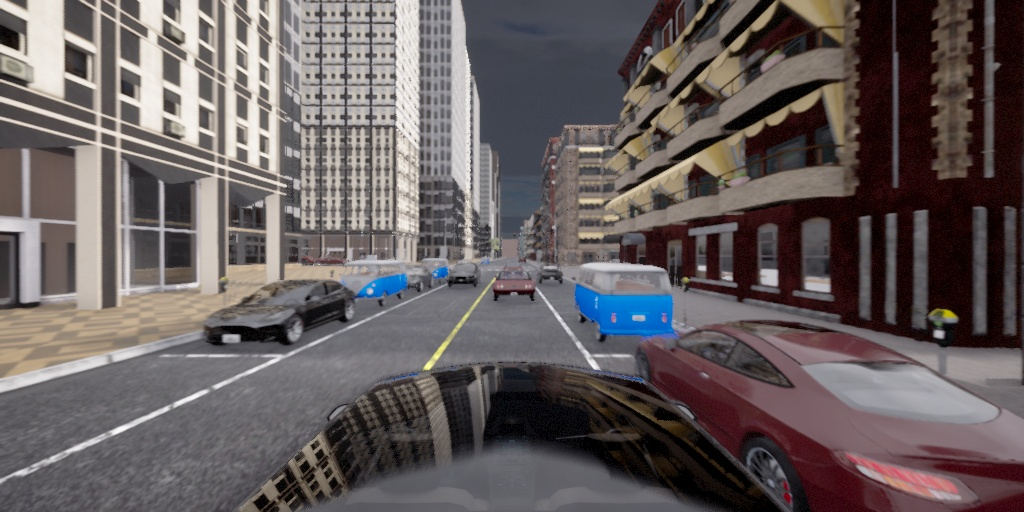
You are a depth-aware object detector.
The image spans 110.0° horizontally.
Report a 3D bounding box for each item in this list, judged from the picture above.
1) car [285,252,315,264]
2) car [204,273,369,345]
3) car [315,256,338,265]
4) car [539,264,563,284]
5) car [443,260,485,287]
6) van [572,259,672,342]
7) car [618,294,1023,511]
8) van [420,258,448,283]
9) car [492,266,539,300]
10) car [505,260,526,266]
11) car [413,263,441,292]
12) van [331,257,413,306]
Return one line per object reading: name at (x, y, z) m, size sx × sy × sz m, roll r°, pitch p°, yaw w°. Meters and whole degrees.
car at (-32.301, 0.398, 54.081) m, size 5.009 × 1.841 × 2.192 m, roll 0°, pitch 0°, yaw 0°
car at (-5.690, 1.302, 9.452) m, size 1.948 × 1.339 × 4.313 m, roll 0°, pitch 0°, yaw 0°
car at (-26.727, 0.773, 54.094) m, size 4.207 × 1.307 × 1.802 m, roll 0°, pitch 0°, yaw 0°
car at (2.688, 1.259, 26.398) m, size 2.007 × 1.370 × 4.403 m, roll 0°, pitch 0°, yaw 0°
car at (-3.098, 1.218, 24.051) m, size 1.837 × 1.490 × 4.892 m, roll 0°, pitch 0°, yaw 0°
van at (2.690, 1.077, 9.452) m, size 1.690 × 1.789 × 3.998 m, roll 0°, pitch 0°, yaw 0°
car at (2.690, 1.328, 3.804) m, size 1.802 × 1.307 × 4.207 m, roll 0°, pitch 0°, yaw 0°
van at (-5.693, 1.049, 26.397) m, size 1.690 × 1.789 × 3.998 m, roll 0°, pitch 0°, yaw 0°
car at (0.093, 1.324, 17.504) m, size 1.895 × 1.301 × 4.718 m, roll 0°, pitch 0°, yaw 0°
car at (0.096, 1.296, 35.852) m, size 1.895 × 1.301 × 4.718 m, roll 0°, pitch 0°, yaw 0°
car at (-5.692, 1.268, 20.749) m, size 2.007 × 1.370 × 4.403 m, roll 0°, pitch 0°, yaw 0°
van at (-5.692, 1.067, 15.100) m, size 1.690 × 1.789 × 3.998 m, roll 0°, pitch 0°, yaw 0°
